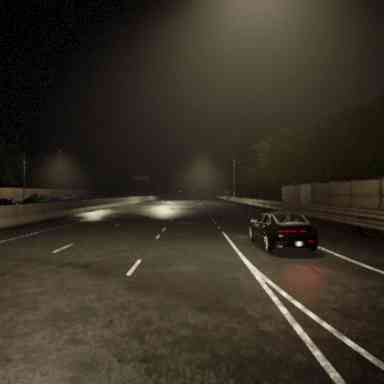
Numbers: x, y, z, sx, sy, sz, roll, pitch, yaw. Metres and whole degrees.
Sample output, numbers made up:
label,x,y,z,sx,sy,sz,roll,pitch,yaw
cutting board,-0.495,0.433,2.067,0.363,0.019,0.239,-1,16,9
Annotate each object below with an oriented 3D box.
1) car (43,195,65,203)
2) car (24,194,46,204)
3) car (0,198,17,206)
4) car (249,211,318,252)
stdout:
label,x,y,z,sx,sy,sz,roll,pitch,yaw
car,-24.567,1.604,60.147,1.812,1.442,4.674,0,0,0
car,-28.066,1.295,60.004,2.150,2.045,5.566,0,0,0
car,-24.588,1.617,43.045,1.837,1.490,4.892,0,-1,0
car,3.655,1.565,13.982,1.837,1.490,4.892,0,-1,-2
